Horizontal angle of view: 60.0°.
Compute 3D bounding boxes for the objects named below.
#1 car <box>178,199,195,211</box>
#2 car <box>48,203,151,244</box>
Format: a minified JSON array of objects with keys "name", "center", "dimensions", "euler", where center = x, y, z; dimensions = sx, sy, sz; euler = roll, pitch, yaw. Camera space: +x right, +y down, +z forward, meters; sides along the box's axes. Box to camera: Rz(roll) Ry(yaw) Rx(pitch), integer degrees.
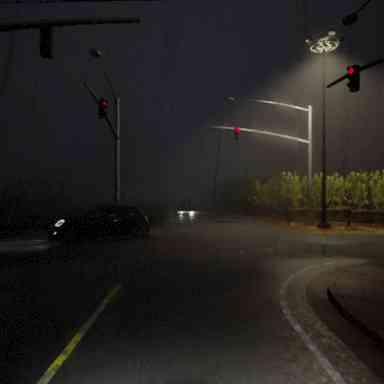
[{"name":"car","center":[-0.682,1.537,39.535],"dimensions":[1.994,1.385,4.181],"euler":[0,0,-3]},{"name":"car","center":[-4.372,1.355,15.831],"dimensions":[4.553,1.767,2.097],"euler":[0,-1,-28]}]
